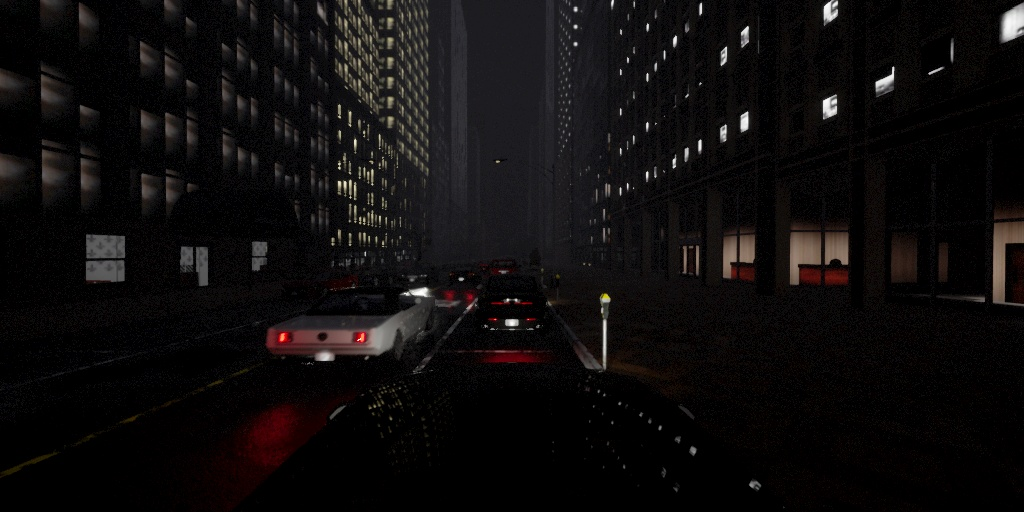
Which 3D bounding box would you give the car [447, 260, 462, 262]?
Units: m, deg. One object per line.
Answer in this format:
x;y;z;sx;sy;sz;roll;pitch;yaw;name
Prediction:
-8.837;1.291;50.940;2.007;1.370;4.403;0;0;0;car

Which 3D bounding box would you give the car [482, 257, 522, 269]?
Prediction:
-0.457;1.061;22.523;2.192;1.841;5.009;0;0;0;car

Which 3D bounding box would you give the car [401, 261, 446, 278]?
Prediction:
-6.245;1.237;24.832;2.128;1.511;4.902;0;0;0;car

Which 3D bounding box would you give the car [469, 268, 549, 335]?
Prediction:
-0.001;1.252;10.501;1.837;1.490;4.892;0;0;0;car

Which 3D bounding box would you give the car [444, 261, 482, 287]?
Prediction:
-3.156;1.272;24.548;1.812;1.442;4.674;0;0;0;car

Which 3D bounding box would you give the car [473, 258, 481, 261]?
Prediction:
-3.046;1.220;41.199;1.882;1.535;5.008;0;0;0;car

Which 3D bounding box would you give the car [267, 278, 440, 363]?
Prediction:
-3.046;1.350;8.067;1.895;1.301;4.718;0;0;0;car

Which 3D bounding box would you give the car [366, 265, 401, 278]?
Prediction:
-8.838;1.297;22.523;2.007;1.370;4.403;0;0;0;car

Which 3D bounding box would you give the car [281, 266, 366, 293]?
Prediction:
-8.837;1.292;16.839;1.888;1.381;4.507;0;0;0;car

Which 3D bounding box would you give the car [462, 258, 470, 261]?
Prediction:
-8.837;1.320;62.308;1.802;1.307;4.207;0;0;0;car
